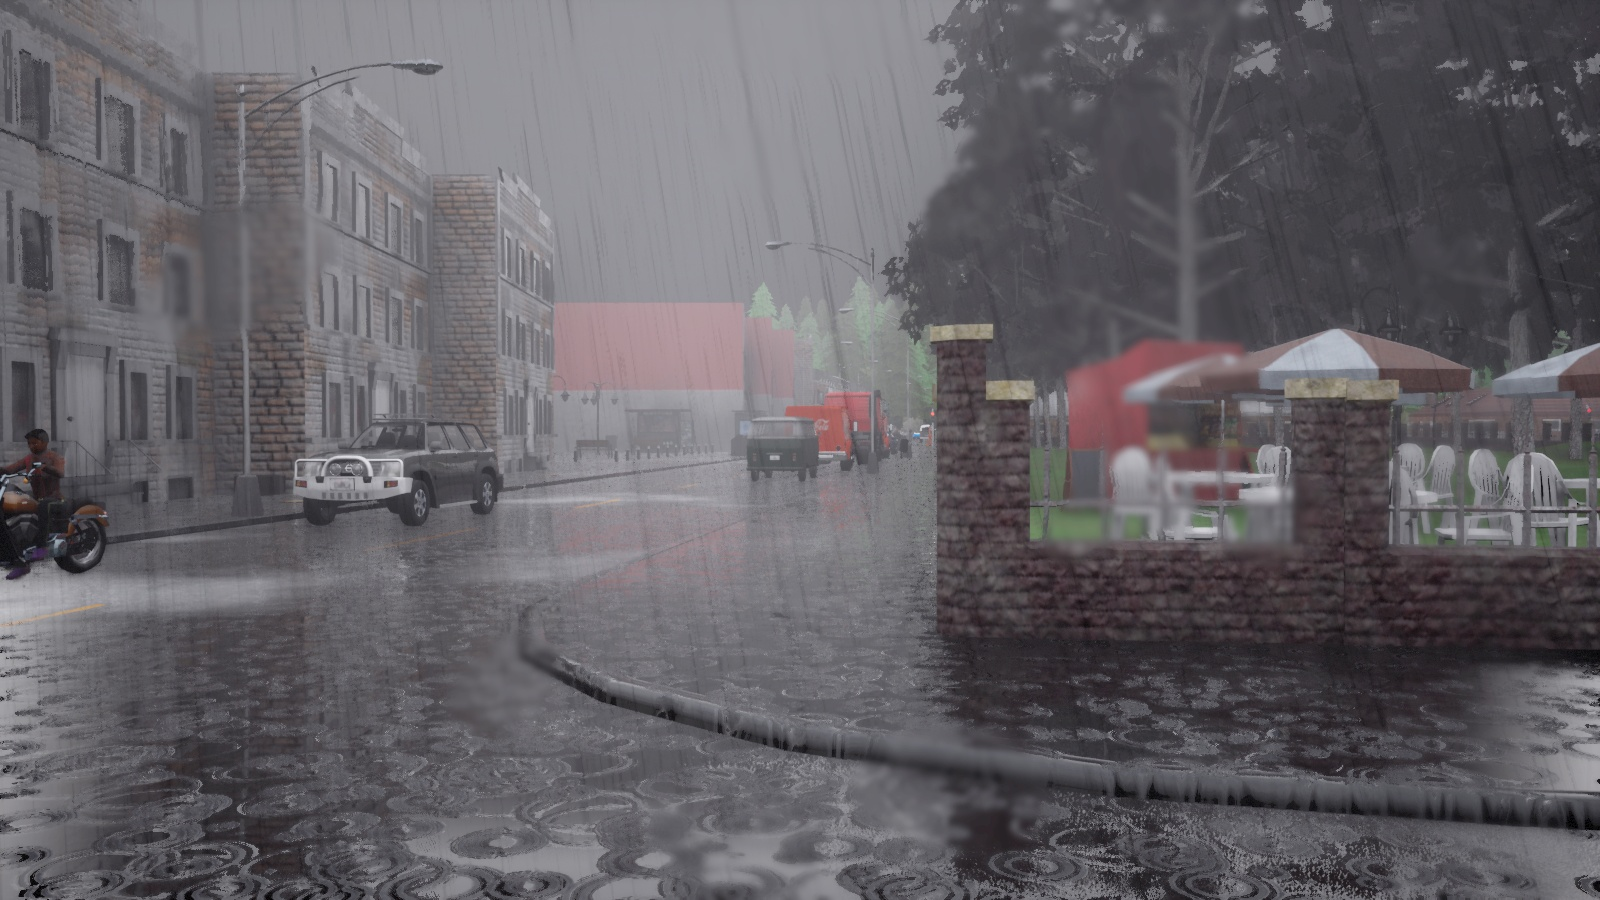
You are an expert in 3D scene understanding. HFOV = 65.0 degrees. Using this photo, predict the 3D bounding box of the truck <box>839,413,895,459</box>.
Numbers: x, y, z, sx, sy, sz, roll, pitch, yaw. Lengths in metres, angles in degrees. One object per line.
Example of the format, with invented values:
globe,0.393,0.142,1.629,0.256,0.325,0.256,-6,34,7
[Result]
truck,3.763,-0.796,69.571,2.627,2.467,5.204,0,1,8

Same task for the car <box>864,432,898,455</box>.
car,5.194,-0.447,79.788,1.812,1.442,4.674,0,1,8

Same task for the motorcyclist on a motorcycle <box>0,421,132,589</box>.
motorcyclist on a motorcycle,-8.137,0.525,13.162,0.766,1.649,2.350,0,1,8

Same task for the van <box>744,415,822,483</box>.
van,-0.468,-0.073,39.281,1.775,1.987,4.442,0,1,8

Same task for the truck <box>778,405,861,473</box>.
truck,0.832,-0.461,48.557,2.627,2.467,5.204,0,1,7

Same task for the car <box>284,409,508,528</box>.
car,-6.901,0.249,22.044,1.932,1.855,4.605,0,1,8

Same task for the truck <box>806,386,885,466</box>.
truck,2.263,-1.120,58.858,2.891,3.462,7.936,0,1,8
